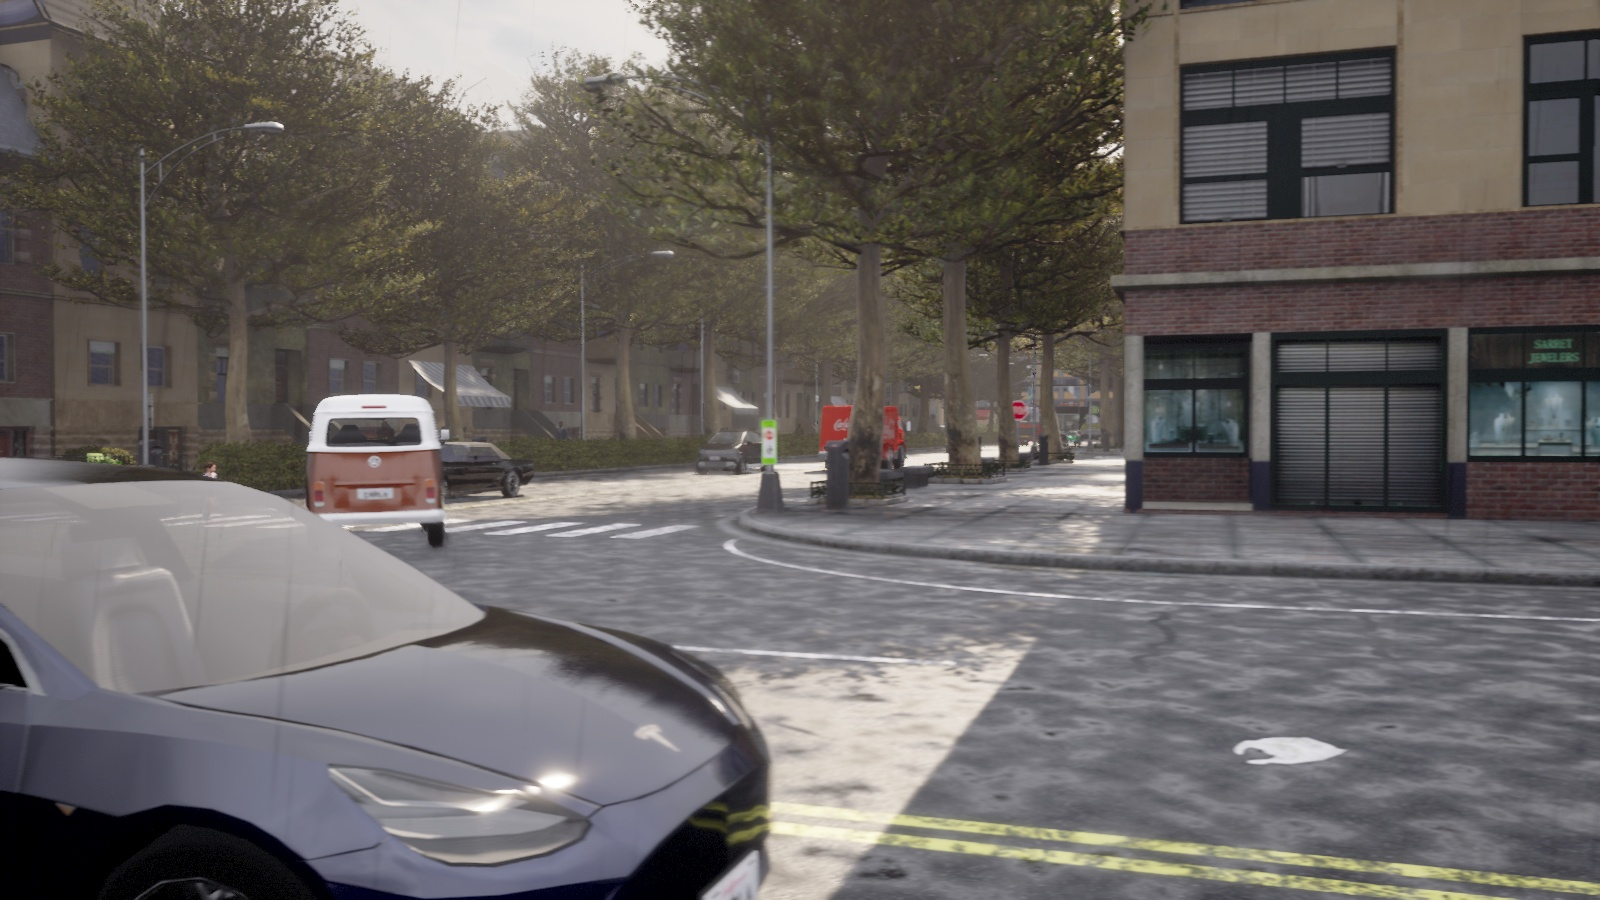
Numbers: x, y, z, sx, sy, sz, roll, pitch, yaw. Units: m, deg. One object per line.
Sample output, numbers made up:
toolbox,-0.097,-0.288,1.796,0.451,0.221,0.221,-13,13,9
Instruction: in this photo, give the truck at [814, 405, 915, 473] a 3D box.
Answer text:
truck,2.582,-0.455,48.794,2.627,2.467,5.204,1,1,18

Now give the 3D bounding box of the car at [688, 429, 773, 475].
car,-2.424,0.051,44.814,1.789,1.549,3.705,1,1,18

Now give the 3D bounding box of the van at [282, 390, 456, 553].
van,-6.106,0.216,18.144,2.069,2.038,4.480,-1,1,-17

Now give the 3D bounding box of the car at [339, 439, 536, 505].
car,-7.956,0.419,28.086,1.895,1.301,4.718,1,1,18

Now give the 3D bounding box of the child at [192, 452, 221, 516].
child,-10.393,0.594,21.987,0.394,1.110,0.255,0,1,11

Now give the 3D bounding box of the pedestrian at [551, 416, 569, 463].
pedestrian,-10.145,-0.448,53.051,0.423,1.949,0.788,1,1,19

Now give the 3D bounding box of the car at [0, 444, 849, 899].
car,-2.454,0.746,4.016,4.792,1.488,2.163,1,1,19
